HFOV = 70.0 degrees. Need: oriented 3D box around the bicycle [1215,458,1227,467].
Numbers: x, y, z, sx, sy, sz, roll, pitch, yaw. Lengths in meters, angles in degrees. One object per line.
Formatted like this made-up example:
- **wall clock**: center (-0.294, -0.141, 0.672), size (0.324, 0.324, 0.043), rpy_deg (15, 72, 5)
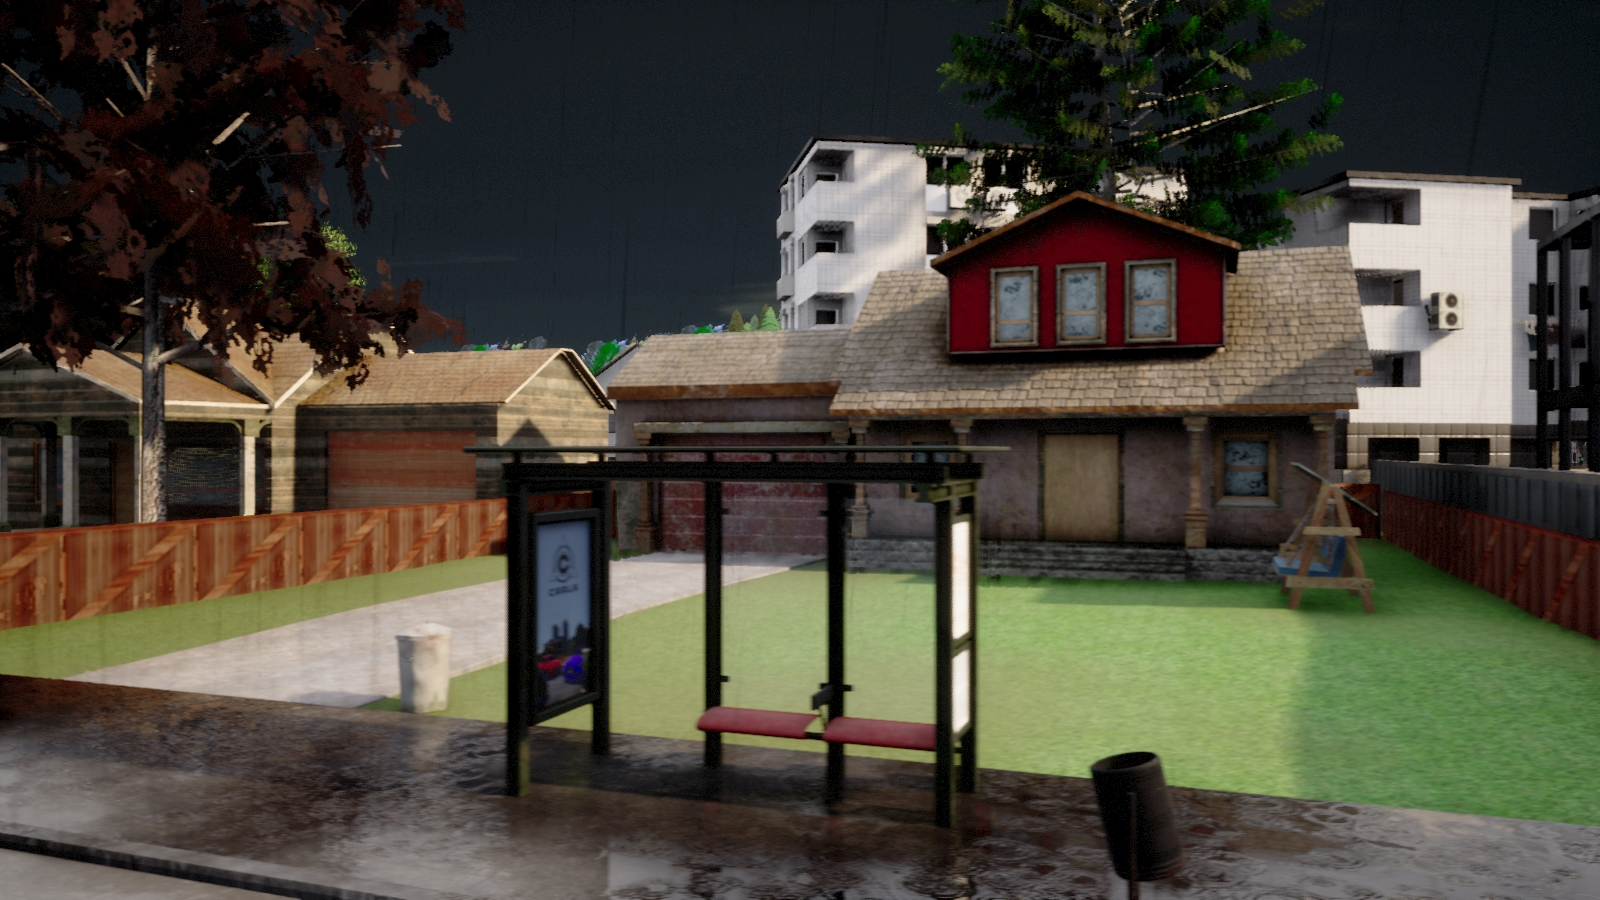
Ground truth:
- **bicycle**: center (70.415, 2.061, 191.088), size (1.835, 1.471, 0.329), rpy_deg (0, 0, 20)
